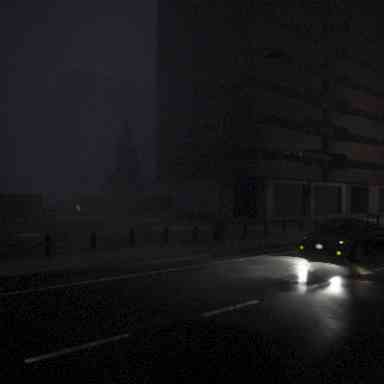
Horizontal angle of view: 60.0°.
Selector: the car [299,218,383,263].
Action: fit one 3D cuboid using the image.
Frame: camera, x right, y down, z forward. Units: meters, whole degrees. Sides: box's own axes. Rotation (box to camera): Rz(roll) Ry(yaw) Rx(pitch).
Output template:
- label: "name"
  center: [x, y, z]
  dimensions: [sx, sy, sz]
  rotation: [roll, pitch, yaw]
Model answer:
- label: "car"
  center: [6.020, 1.729, 12.709]
  dimensions: [4.181, 1.385, 1.994]
  rotation: [1, -1, -36]
